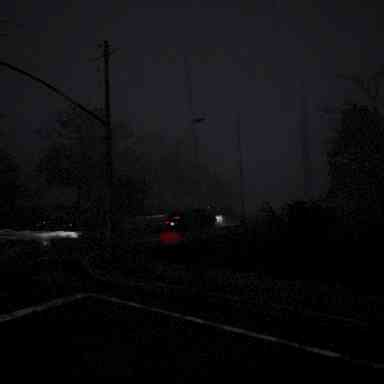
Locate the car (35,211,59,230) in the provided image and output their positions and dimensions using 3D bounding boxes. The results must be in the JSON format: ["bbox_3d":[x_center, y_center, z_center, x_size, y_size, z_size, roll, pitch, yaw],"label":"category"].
[{"bbox_3d":[-10.498,2.263,27.658,1.837,1.490,4.892,-3,-1,34],"label":"car"}]

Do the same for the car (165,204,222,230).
[{"bbox_3d":[-0.009,1.876,24.305,1.837,1.490,4.892,-2,-1,33],"label":"car"}]

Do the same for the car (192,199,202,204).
[{"bbox_3d":[1.424,2.054,46.303,2.150,2.045,5.566,-3,-2,32],"label":"car"}]

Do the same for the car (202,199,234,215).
[{"bbox_3d":[3.679,2.046,43.311,2.097,1.767,4.553,-3,-2,32],"label":"car"}]

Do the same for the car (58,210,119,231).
[{"bbox_3d":[-7.651,2.188,25.602,1.994,1.385,4.181,-3,-1,33],"label":"car"}]
